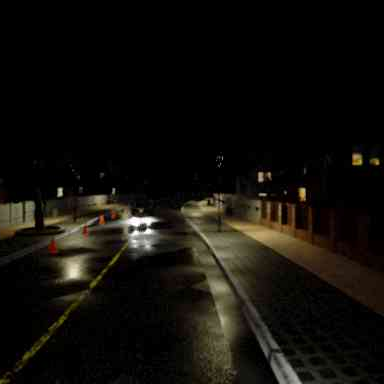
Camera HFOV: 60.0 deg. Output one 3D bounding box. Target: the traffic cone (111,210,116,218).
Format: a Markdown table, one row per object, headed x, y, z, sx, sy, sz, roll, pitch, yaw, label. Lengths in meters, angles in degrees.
| x | y | z | sx | sy | sz | roll | pitch | yaw | label |
| --- | --- | --- | --- | --- | --- | --- | --- | --- | --- |
| -6.382 | 1.800 | 27.036 | 0.340 | 0.580 | 0.340 | 0 | 0 | -4 | traffic cone |

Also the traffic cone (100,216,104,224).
| x | y | z | sx | sy | sz | roll | pitch | yaw | label |
| --- | --- | --- | --- | --- | --- | --- | --- | --- | --- |
| -5.951 | 1.833 | 21.991 | 0.340 | 0.580 | 0.340 | 0 | 0 | -6 | traffic cone |

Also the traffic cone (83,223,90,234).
| x | y | z | sx | sy | sz | roll | pitch | yaw | label |
| --- | --- | --- | --- | --- | --- | --- | --- | --- | --- |
| -5.451 | 1.862 | 17.030 | 0.340 | 0.580 | 0.340 | 0 | 0 | -5 | traffic cone |

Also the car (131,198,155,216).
| x | y | z | sx | sy | sz | roll | pitch | yaw | label |
| --- | --- | --- | --- | --- | --- | --- | --- | --- | --- |
| -4.357 | 1.310 | 30.079 | 2.128 | 1.511 | 4.902 | 0 | 0 | -3 | car |

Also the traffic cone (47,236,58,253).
| x | y | z | sx | sy | sz | roll | pitch | yaw | label |
| --- | --- | --- | --- | --- | --- | --- | --- | --- | --- |
| -5.061 | 1.890 | 12.104 | 0.340 | 0.580 | 0.340 | 0 | 0 | -4 | traffic cone |

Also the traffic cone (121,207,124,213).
| x | y | z | sx | sy | sz | roll | pitch | yaw | label |
| --- | --- | --- | --- | --- | --- | --- | --- | --- | --- |
| -6.687 | 1.767 | 32.090 | 0.340 | 0.580 | 0.340 | 0 | 0 | -3 | traffic cone |
